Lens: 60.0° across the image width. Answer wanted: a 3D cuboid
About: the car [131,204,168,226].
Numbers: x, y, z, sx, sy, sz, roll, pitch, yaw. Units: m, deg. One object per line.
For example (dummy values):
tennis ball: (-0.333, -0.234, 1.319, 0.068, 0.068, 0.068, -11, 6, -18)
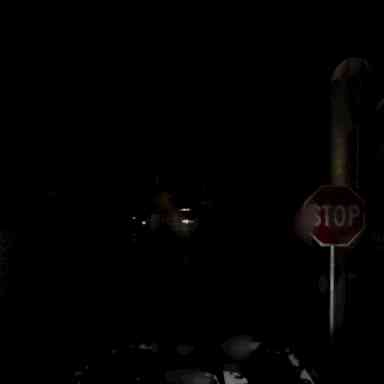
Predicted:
car: (-2.830, 1.534, 23.425, 2.033, 1.411, 5.357, 0, 0, 4)
